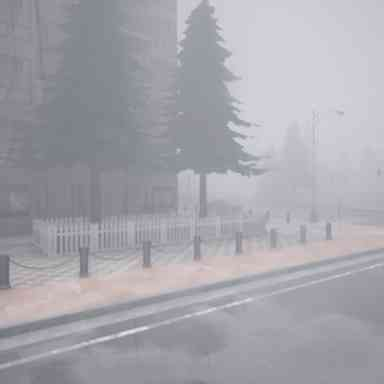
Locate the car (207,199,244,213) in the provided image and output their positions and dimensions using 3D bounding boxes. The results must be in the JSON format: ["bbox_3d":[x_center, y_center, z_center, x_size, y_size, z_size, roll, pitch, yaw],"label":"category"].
[{"bbox_3d":[3.385,1.441,34.353,1.994,1.385,4.181,0,0,-35],"label":"car"}]
